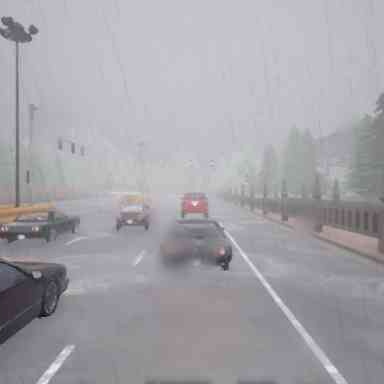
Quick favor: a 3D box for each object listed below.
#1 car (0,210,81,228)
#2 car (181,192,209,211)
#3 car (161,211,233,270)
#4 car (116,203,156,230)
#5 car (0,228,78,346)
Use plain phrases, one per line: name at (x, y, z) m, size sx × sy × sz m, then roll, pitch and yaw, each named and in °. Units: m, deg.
car at (-6.840, 1.502, 15.585) m, size 1.895 × 1.301 × 4.718 m, roll 0°, pitch 0°, yaw 0°
car at (0.232, 1.034, 28.228) m, size 2.150 × 2.045 × 5.566 m, roll 0°, pitch 0°, yaw 0°
car at (0.130, 1.535, 10.789) m, size 1.895 × 1.301 × 4.718 m, roll 0°, pitch 0°, yaw 0°
car at (-3.315, 1.395, 20.103) m, size 1.812 × 1.442 × 4.674 m, roll 0°, pitch 1°, yaw 0°
car at (-3.392, 1.527, 4.256) m, size 2.033 × 1.411 × 5.357 m, roll 0°, pitch 0°, yaw 0°
